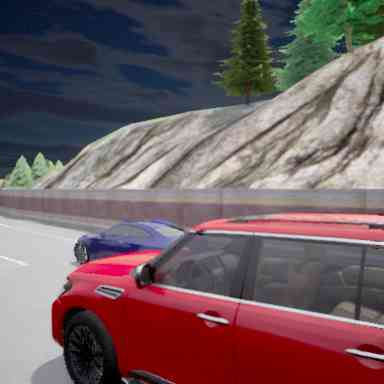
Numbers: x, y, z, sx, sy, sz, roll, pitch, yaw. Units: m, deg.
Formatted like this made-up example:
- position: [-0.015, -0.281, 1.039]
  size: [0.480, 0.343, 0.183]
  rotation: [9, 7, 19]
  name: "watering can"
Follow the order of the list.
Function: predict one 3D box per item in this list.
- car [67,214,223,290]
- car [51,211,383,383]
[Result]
- position: [-1.552, 1.514, 9.770]
  size: [4.674, 1.442, 1.812]
  rotation: [0, 0, 39]
  name: "car"
- position: [0.865, 1.226, 3.452]
  size: [5.566, 2.045, 2.150]
  rotation: [0, 0, 36]
  name: "car"
